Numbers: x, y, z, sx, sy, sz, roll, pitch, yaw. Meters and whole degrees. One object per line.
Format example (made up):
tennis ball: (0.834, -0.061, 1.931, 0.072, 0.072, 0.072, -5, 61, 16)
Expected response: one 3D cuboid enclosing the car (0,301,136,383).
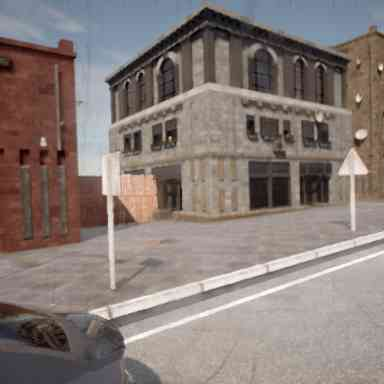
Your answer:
car: (-2.682, 1.532, 1.757, 4.892, 1.490, 1.837, 2, -1, -35)
